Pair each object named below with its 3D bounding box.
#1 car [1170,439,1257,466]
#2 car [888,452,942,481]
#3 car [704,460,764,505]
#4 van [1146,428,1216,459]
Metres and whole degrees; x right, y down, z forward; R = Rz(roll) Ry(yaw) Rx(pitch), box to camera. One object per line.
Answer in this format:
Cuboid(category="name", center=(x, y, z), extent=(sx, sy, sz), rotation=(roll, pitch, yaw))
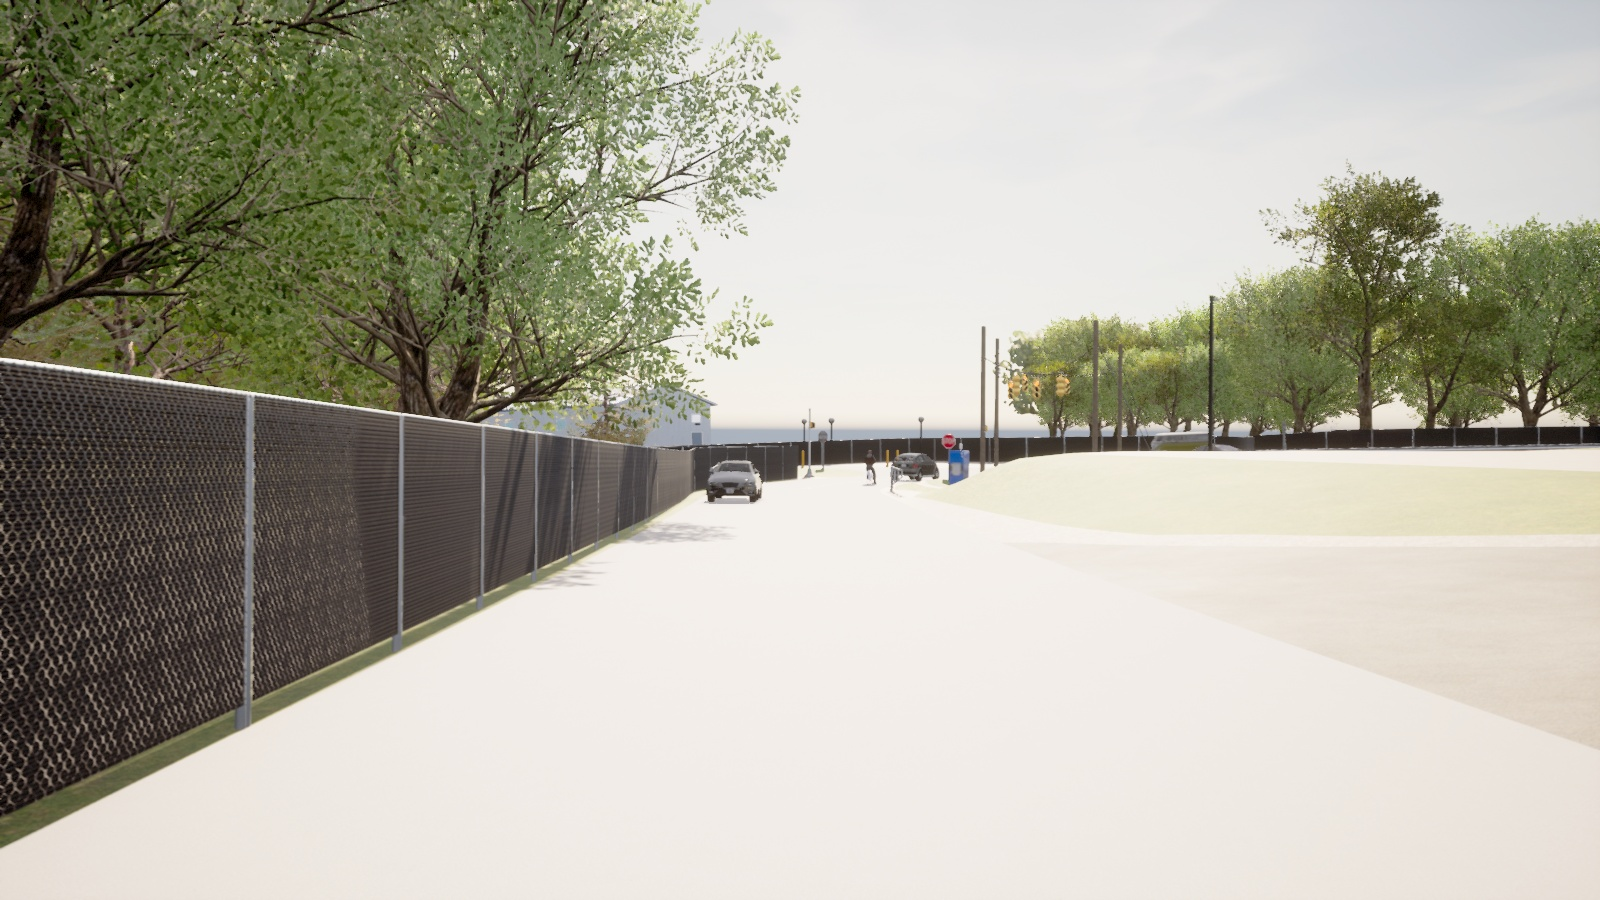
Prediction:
Cuboid(category="car", center=(25.502, 0.178, 77.646), extent=(2.033, 1.411, 5.357), rotation=(-1, -2, -23))
Cuboid(category="car", center=(6.536, 0.908, 71.090), extent=(1.789, 1.549, 3.705), rotation=(0, 1, 28))
Cuboid(category="car", center=(-2.367, 1.148, 45.895), extent=(1.816, 1.474, 4.193), rotation=(0, 0, 2))
Cuboid(category="van", center=(27.271, -0.492, 89.844), extent=(4.442, 1.987, 1.775), rotation=(-3, 2, -13))
